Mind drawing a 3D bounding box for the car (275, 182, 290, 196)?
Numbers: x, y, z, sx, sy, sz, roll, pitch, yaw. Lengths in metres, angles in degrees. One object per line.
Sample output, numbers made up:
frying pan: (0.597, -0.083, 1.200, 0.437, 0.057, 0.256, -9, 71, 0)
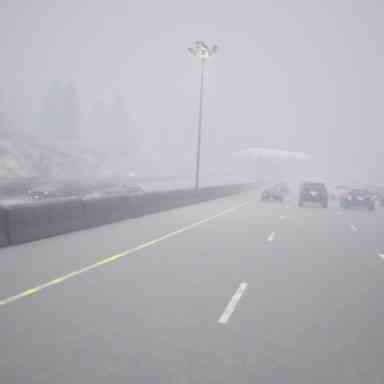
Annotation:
car: (11.592, -0.532, 43.174, 2.097, 1.767, 4.553, 4, 4, 19)

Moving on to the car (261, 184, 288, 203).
car: (7.913, 0.236, 32.116, 1.895, 1.301, 4.718, 4, 4, 19)

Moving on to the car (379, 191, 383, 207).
car: (17.860, 0.835, 29.095, 1.895, 1.301, 4.718, 4, 4, 19)

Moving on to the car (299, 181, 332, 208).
car: (10.409, 0.171, 28.521, 2.150, 2.045, 5.566, 4, 4, 19)

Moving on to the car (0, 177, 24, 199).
car: (-13.339, -0.248, 24.416, 1.895, 1.301, 4.718, 4, 3, 19)

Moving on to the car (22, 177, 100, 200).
car: (-9.536, -0.152, 24.742, 2.033, 1.411, 5.357, 4, 3, 19)

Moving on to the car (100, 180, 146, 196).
car: (-5.239, 0.005, 26.264, 1.994, 1.385, 4.181, 4, 3, 19)

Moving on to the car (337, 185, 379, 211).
car: (13.741, 0.485, 27.806, 2.097, 1.767, 4.553, 4, 3, 19)

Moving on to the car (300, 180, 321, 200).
car: (14.048, -0.332, 39.544, 2.150, 2.045, 5.566, 4, 4, 19)

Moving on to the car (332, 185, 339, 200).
car: (17.655, -0.041, 39.297, 2.097, 1.767, 4.553, 4, 4, 19)
